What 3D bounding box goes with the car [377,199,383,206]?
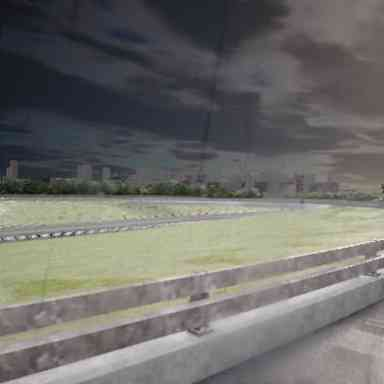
[{"bbox_3d":[42.568,2.436,74.136,2.097,1.767,4.553,0,-1,4],"label":"car"}]
